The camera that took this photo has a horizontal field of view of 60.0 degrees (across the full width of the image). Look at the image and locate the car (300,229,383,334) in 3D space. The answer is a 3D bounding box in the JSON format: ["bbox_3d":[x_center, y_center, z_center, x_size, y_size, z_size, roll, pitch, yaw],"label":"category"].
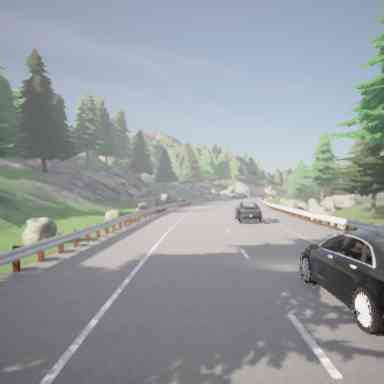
[{"bbox_3d":[3.677,1.519,6.709,1.837,1.490,4.892,0,0,1],"label":"car"}]

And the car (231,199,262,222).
[{"bbox_3d":[4.386,1.535,26.381,2.128,1.511,4.902,0,0,3],"label":"car"}]
